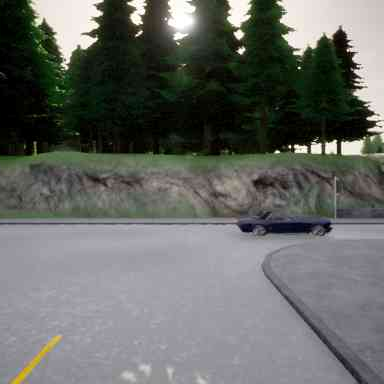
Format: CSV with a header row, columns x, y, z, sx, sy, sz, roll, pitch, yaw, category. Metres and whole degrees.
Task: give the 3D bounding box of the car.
x,y,z,sx,sy,sz,roll,pitch,yaw,category
4.610,1.601,17.050,4.718,1.301,1.895,0,0,0,car
